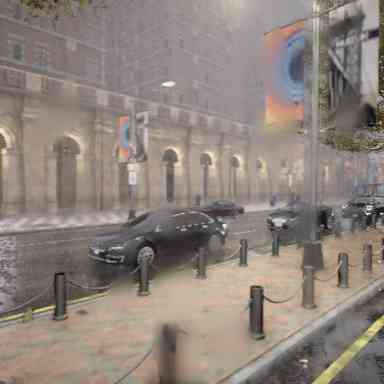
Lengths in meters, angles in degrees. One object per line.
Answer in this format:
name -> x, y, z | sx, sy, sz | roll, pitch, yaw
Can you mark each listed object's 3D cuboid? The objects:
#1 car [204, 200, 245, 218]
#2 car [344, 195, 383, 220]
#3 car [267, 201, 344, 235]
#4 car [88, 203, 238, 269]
car -> 1.491, 1.232, 22.506 | 1.895, 1.301, 4.718 | 1, 1, 44
car -> 12.889, 1.053, 24.700 | 2.097, 1.767, 4.553 | 1, 1, 44
car -> 5.764, 1.251, 17.357 | 2.128, 1.511, 4.902 | 1, 1, 44
car -> -0.836, 1.318, 10.538 | 1.837, 1.490, 4.892 | 1, 1, 44
